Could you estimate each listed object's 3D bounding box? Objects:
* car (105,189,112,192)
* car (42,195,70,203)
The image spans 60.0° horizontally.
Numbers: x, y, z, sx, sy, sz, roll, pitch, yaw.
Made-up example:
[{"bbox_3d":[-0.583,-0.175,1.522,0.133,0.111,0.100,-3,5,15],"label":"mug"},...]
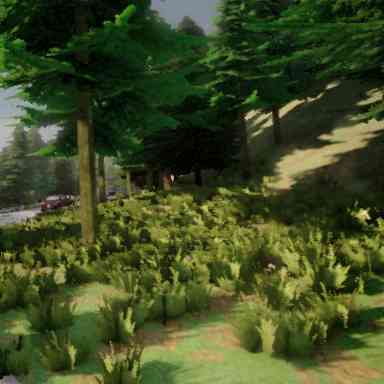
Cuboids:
[{"bbox_3d":[-16.101,0.281,63.476,2.128,1.511,4.902,-4,2,1],"label":"car"},{"bbox_3d":[-12.592,1.001,31.315,1.812,1.442,4.674,-4,2,-2],"label":"car"}]
